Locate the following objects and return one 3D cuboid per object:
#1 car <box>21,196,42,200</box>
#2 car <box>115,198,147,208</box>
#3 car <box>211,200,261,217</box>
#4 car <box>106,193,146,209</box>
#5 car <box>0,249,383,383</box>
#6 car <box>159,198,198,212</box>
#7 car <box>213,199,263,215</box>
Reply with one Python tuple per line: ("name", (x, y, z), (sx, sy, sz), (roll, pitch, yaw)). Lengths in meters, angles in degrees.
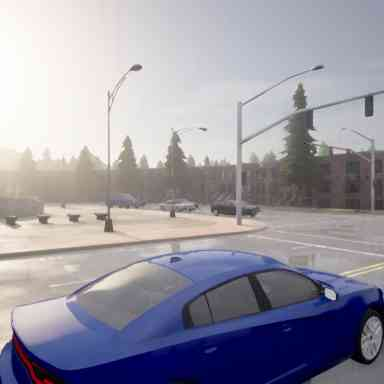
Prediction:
("car", (-29.903, 1.505, 60.676), (4.892, 1.490, 1.837), (0, 0, 5))
("car", (-9.090, 1.601, 49.620), (4.718, 1.301, 1.895), (0, 0, 34))
("car", (3.792, 1.478, 30.596), (1.882, 1.535, 5.008), (0, 0, -36))
("car", (-9.458, 1.221, 45.623), (5.566, 2.045, 2.150), (0, 0, 36))
("car", (0.495, 1.478, 4.151), (5.008, 1.535, 1.882), (0, 0, -35))
("car", (-1.811, 1.601, 38.072), (1.895, 1.301, 4.718), (0, 0, -39))
("car", (4.752, 1.547, 35.243), (2.033, 1.411, 5.357), (0, 0, -36))
